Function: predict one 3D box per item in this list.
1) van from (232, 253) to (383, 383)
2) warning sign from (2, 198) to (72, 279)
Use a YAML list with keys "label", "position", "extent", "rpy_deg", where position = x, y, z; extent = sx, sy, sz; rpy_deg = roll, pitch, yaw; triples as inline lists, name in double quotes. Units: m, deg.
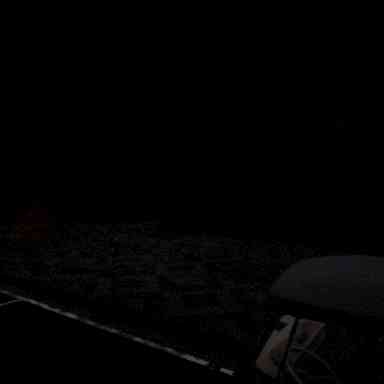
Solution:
- label: "van"
  position: [2.047, 1.341, 1.506]
  extent: [3.998, 1.788, 1.690]
  rpy_deg: [0, 0, 35]
- label: "warning sign"
  position: [-4.018, 1.116, 8.656]
  extent: [1.060, 1.860, 1.300]
  rpy_deg: [0, 0, 35]
